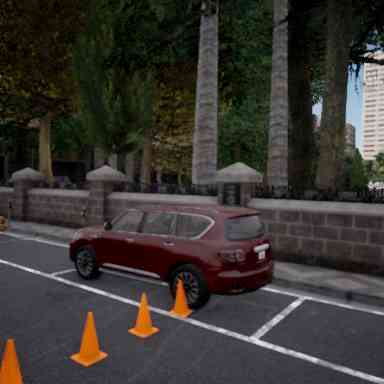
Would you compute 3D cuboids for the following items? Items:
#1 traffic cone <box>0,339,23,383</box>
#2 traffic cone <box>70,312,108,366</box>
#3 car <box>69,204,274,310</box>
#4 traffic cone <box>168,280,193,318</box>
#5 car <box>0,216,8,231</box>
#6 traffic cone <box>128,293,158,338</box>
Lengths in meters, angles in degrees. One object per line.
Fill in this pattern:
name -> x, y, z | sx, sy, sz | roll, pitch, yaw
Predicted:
traffic cone -> -1.916, 1.854, 3.513 | 0.340, 0.580, 0.340 | 2, 1, 36
traffic cone -> -1.331, 1.855, 4.324 | 0.340, 0.580, 0.340 | 2, 1, 36
car -> -0.644, 1.179, 7.575 | 5.009, 1.841, 2.192 | 2, 1, 36
traffic cone -> -0.202, 1.843, 5.883 | 0.340, 0.580, 0.340 | 2, 7, 29
car -> -9.632, 1.059, 14.063 | 4.829, 1.417, 1.752 | 2, 1, 36
traffic cone -> -0.746, 1.857, 5.135 | 0.340, 0.580, 0.340 | 2, 1, 36
